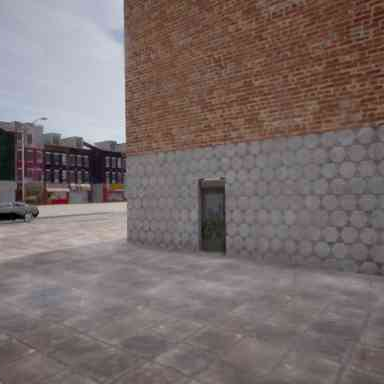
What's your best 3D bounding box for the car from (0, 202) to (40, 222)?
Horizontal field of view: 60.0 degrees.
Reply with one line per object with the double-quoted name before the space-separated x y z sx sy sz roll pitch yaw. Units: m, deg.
"car" -13.157 1.443 23.054 2.128 1.511 4.902 -2 0 36
